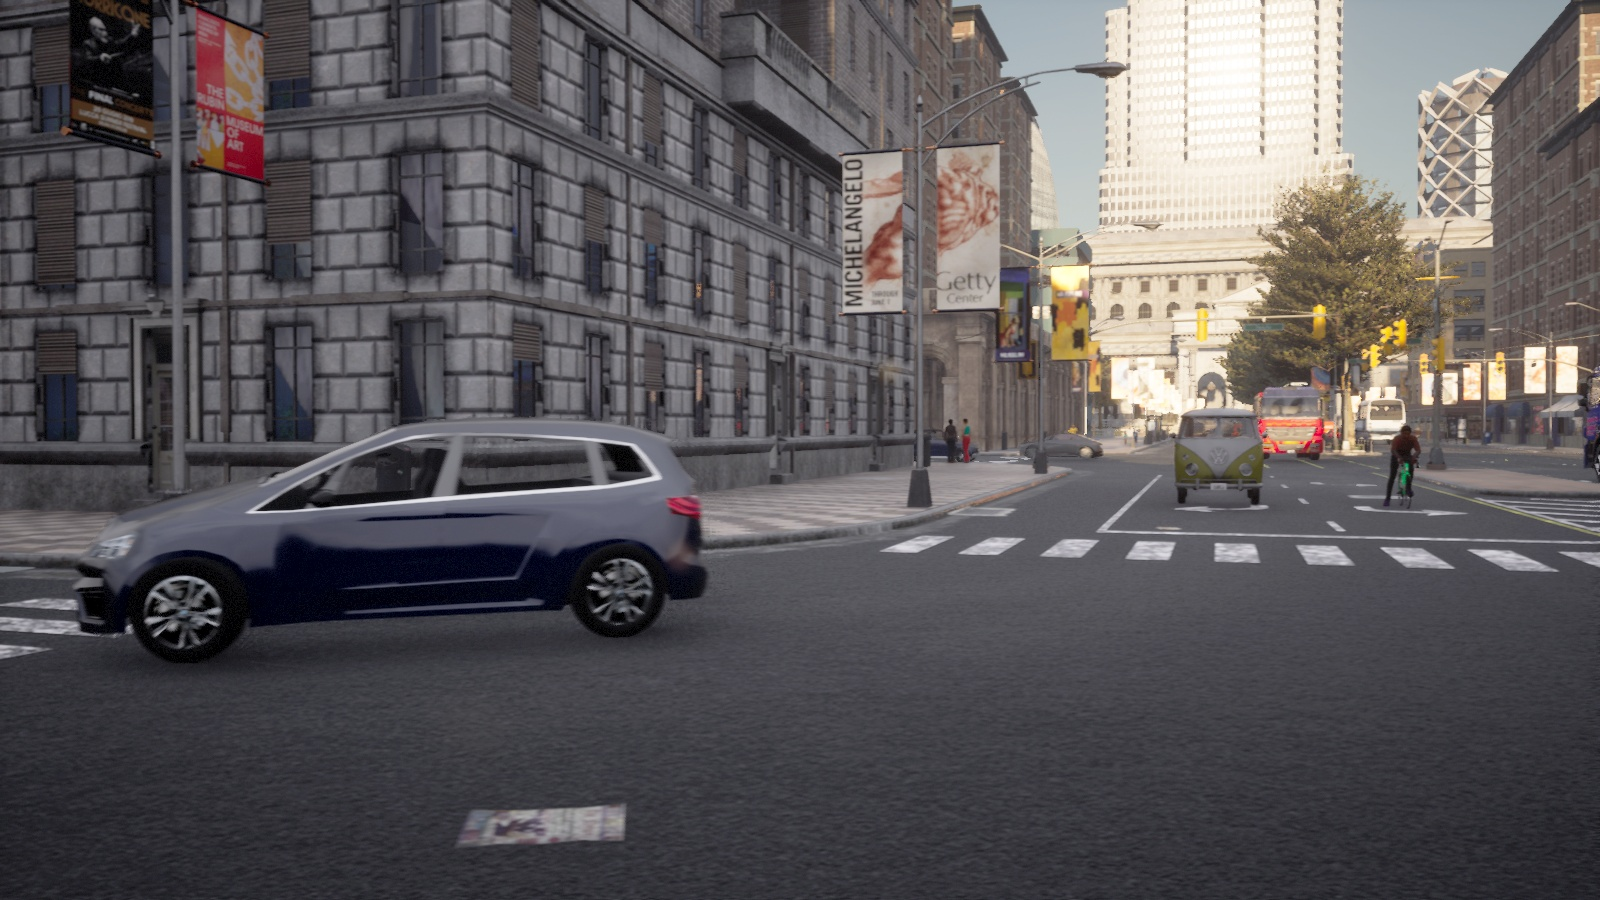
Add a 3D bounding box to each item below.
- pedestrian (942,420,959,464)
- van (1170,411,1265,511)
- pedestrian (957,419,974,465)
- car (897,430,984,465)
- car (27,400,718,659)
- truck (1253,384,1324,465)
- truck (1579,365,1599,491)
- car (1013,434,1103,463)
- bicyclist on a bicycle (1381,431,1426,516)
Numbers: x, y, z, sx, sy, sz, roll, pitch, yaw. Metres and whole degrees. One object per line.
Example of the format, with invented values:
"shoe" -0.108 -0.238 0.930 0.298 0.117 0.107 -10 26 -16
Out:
"pedestrian" 6.218 -0.342 51.868 0.328 1.805 0.869 1 1 33
"van" 9.037 0.175 27.260 1.775 1.987 4.442 1 1 18
"pedestrian" 6.743 -0.328 51.145 0.345 1.836 0.594 0 1 -32
"car" 6.543 -0.127 58.426 3.705 1.549 1.789 1 1 18
"car" -3.180 0.489 9.919 4.611 1.667 2.242 0 1 -20
"truck" 24.605 -1.260 63.579 2.891 3.827 8.468 1 1 18
"truck" 22.768 -0.568 32.226 2.891 3.462 7.936 1 1 18
"car" 13.099 -0.093 63.627 4.181 1.385 1.994 1 1 21
"bicyclist on a bicycle" 11.941 0.430 24.884 0.582 1.620 1.656 1 1 18
